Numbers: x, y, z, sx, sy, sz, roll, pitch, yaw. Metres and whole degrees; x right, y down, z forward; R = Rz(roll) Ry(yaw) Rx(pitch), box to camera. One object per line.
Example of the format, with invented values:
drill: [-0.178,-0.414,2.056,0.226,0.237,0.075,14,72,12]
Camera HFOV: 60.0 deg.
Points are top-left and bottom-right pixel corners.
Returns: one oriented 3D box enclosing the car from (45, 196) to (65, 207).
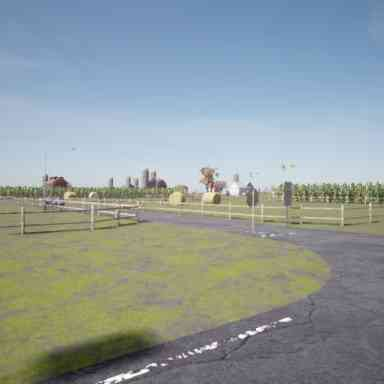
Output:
car: [-20.194,1.408,48.760,2.128,1.511,4.902,1,-1,-40]
